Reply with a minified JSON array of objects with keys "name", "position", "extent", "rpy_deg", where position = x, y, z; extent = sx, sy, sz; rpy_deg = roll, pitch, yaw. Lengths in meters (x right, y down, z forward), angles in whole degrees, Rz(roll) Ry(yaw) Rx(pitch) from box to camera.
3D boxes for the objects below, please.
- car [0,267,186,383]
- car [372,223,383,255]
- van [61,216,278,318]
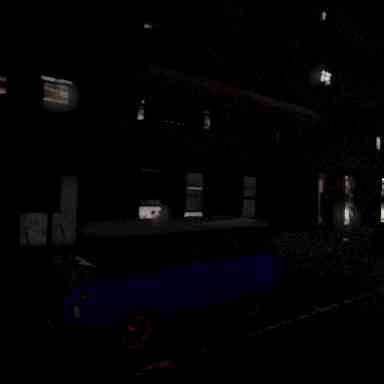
[{"name":"car","position":[-2.388,1.519,1.366],"extent":[4.674,1.442,1.812],"rpy_deg":[0,0,-35]},{"name":"car","position":[8.738,1.400,12.302],"extent":[5.009,1.841,2.192],"rpy_deg":[0,1,-35]},{"name":"van","position":[-0.268,1.359,5.880],"extent":[3.998,1.788,1.690],"rpy_deg":[0,1,-35]}]
